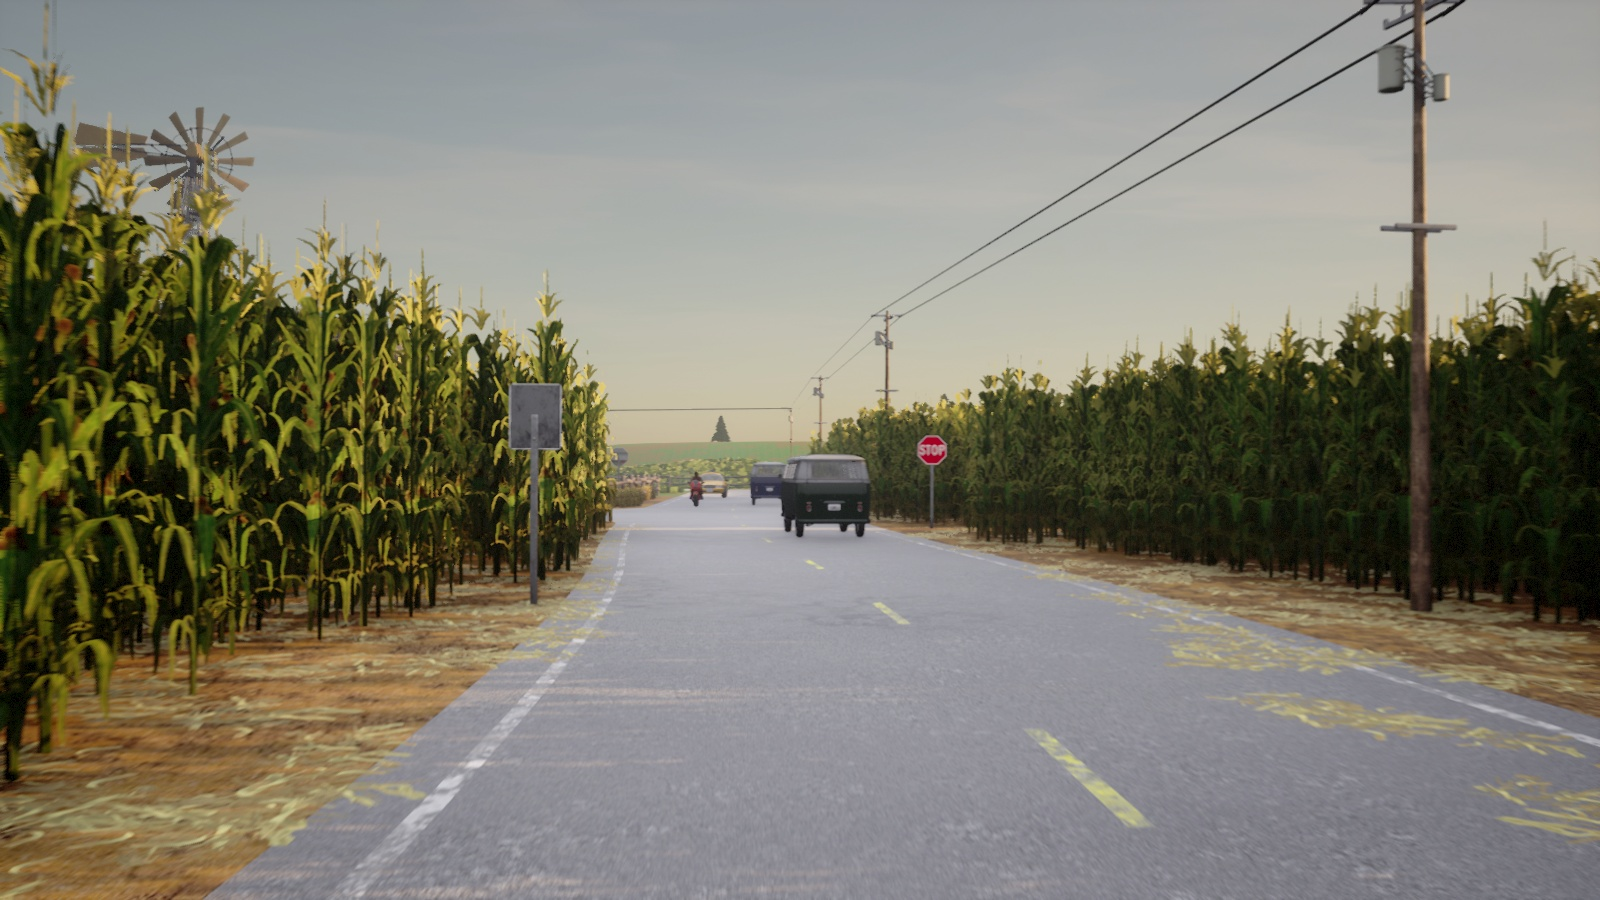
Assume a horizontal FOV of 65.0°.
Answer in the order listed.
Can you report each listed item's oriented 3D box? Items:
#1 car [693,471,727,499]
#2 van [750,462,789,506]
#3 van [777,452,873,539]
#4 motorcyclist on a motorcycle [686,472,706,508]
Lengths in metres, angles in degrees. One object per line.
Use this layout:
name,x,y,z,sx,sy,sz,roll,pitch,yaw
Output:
car,-5.187,1.998,73.002,1.801,1.575,5.366,0,-1,-2
van,-1.462,1.562,59.045,1.775,1.987,4.442,0,-1,-2
van,0.547,1.087,31.180,1.775,1.987,4.442,0,-1,-7
motorcyclist on a motorcycle,-4.467,1.719,53.952,0.797,1.523,2.044,0,-1,-2
